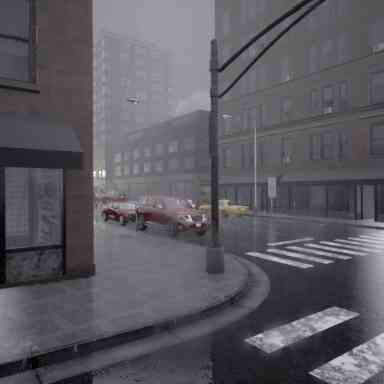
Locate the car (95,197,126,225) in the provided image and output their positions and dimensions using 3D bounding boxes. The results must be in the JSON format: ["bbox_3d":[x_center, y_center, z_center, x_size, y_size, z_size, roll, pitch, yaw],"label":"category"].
[{"bbox_3d":[-4.393,1.288,21.520,1.887,1.381,4.507,1,0,-36],"label":"car"}]

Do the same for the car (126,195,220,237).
[{"bbox_3d":[-1.175,1.138,17.079,2.192,1.841,5.009,1,0,-36],"label":"car"}]

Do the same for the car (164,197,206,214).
[{"bbox_3d":[-0.695,1.203,30.952,1.802,1.307,4.206,1,0,-36],"label":"car"}]

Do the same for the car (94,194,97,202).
[{"bbox_3d":[-14.228,0.882,45.174,1.837,1.490,4.892,0,1,-35],"label":"car"}]

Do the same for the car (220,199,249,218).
[{"bbox_3d":[2.419,1.222,26.648,1.752,1.417,4.829,1,0,-36],"label":"car"}]

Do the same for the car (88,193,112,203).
[{"bbox_3d":[-13.549,0.883,48.717,2.008,1.369,4.403,1,0,-36],"label":"car"}]

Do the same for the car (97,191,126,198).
[{"bbox_3d":[-10.333,0.717,44.274,2.192,1.841,5.009,1,0,-36],"label":"car"}]
